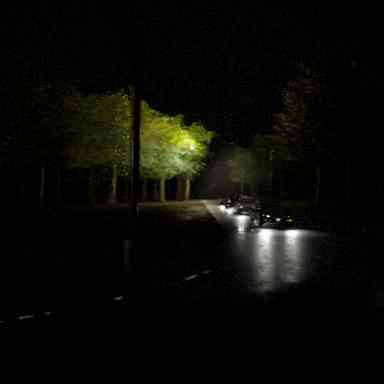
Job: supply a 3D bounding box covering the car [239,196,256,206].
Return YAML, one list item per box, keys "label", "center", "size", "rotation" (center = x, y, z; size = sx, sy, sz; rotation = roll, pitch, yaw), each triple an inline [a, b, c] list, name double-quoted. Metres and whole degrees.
- label: "car"
  center: [8.506, 1.341, 51.338]
  size: [1.895, 1.301, 4.718]
  rotation: [1, 0, 0]

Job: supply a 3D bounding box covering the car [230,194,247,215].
- label: "car"
  center: [4.852, 1.229, 29.941]
  size: [1.812, 1.442, 4.674]
  rotation: [1, 0, 1]

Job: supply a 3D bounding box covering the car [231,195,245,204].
- label: "car"
  center: [8.528, 1.293, 61.430]
  size: [1.882, 1.535, 5.008]
  rotation: [1, -1, 0]

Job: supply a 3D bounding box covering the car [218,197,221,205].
- label: "car"
  center: [4.982, 1.248, 49.112]
  size: [1.895, 1.301, 4.718]
  rotation: [1, 0, 0]

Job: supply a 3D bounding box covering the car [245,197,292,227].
- label: "car"
  center: [4.824, 1.272, 20.944]
  size: [1.837, 1.490, 4.892]
  rotation: [1, 0, 0]

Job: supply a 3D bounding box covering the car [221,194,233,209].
- label: "car"
  center: [4.891, 1.005, 38.872]
  size: [2.097, 1.767, 4.553]
  rotation: [1, 0, 0]
